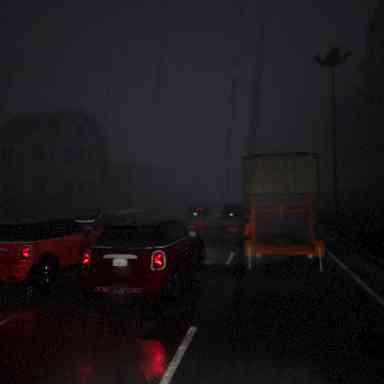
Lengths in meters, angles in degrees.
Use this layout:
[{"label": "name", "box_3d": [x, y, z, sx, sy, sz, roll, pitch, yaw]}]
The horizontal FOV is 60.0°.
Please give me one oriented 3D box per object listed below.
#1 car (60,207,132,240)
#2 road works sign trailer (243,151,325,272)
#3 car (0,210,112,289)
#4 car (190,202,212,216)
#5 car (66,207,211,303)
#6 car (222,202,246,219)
[{"label": "car", "box_3d": [-5.637, 1.819, 20.351, 2.128, 1.511, 4.902, -1, -1, 12]}, {"label": "road works sign trailer", "box_3d": [2.948, 0.503, 11.038, 2.380, 3.560, 2.880, -1, -1, 12]}, {"label": "car", "box_3d": [-4.293, 1.549, 10.109, 2.097, 1.767, 4.553, -1, -1, 12]}, {"label": "car", "box_3d": [0.837, 1.811, 33.619, 1.837, 1.490, 4.892, -1, 0, 12]}, {"label": "car", "box_3d": [-0.999, 1.460, 8.791, 2.097, 1.767, 4.553, -1, -1, 12]}, {"label": "car", "box_3d": [3.967, 1.719, 31.552, 1.837, 1.490, 4.892, -1, 0, 12]}]
